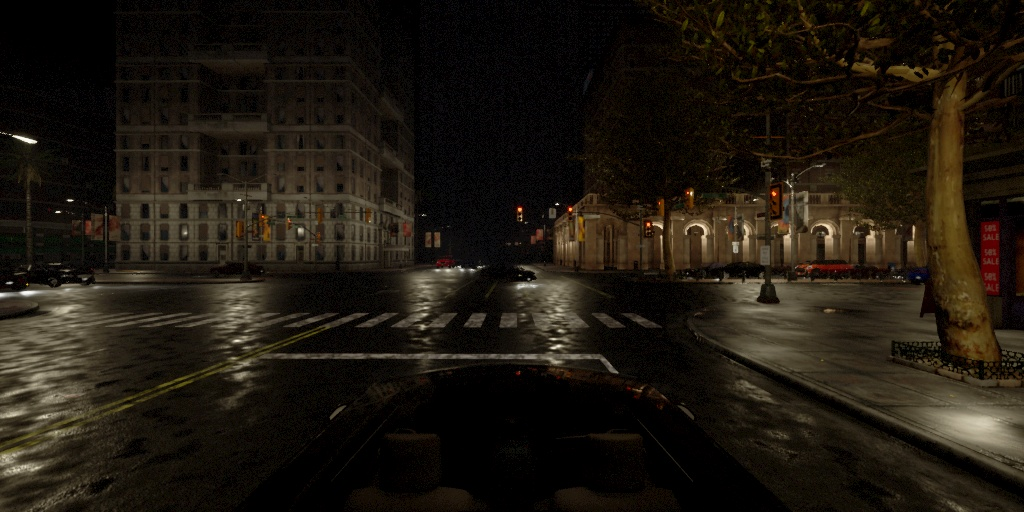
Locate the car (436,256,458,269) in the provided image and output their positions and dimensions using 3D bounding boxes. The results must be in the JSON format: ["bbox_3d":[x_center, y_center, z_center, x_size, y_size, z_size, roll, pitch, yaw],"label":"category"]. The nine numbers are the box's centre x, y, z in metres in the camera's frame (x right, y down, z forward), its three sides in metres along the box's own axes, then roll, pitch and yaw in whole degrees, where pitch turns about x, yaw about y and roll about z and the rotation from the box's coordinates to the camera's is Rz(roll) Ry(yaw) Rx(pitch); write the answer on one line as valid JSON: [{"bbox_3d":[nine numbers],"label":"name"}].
[{"bbox_3d":[-10.454,0.971,56.821,2.150,2.045,5.566,0,0,0],"label":"car"}]

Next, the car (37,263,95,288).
[{"bbox_3d":[-30.240,1.241,23.386,4.902,1.511,2.128,0,0,1],"label":"car"}]

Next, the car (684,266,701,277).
[{"bbox_3d":[19.642,1.297,34.664,5.357,1.411,2.033,0,0,1],"label":"car"}]

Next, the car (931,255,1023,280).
[{"bbox_3d":[40.273,0.971,30.980,5.566,2.045,2.150,0,0,1],"label":"car"}]

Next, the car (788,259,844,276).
[{"bbox_3d":[29.931,1.102,34.577,4.553,1.767,2.097,0,0,0],"label":"car"}]

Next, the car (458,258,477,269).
[{"bbox_3d":[-6.952,1.275,57.228,1.812,1.442,4.674,0,0,0],"label":"car"}]

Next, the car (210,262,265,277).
[{"bbox_3d":[-26.724,1.275,35.013,4.674,1.442,1.812,0,0,0],"label":"car"}]

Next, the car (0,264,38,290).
[{"bbox_3d":[-29.798,1.314,19.875,4.181,1.385,1.994,0,0,1],"label":"car"}]

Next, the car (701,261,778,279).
[{"bbox_3d":[19.698,1.228,31.163,5.008,1.535,1.882,0,0,0],"label":"car"}]

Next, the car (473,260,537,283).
[{"bbox_3d":[-0.462,1.297,27.859,2.033,1.411,5.357,0,0,-39],"label":"car"}]

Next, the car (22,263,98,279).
[{"bbox_3d":[-39.790,1.314,31.648,4.181,1.385,1.994,0,0,0],"label":"car"}]

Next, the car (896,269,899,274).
[{"bbox_3d":[40.491,1.297,34.482,5.357,1.411,2.033,0,0,1],"label":"car"}]

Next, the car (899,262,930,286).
[{"bbox_3d":[28.430,1.227,22.888,5.008,1.535,1.882,0,0,0],"label":"car"}]

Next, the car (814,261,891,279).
[{"bbox_3d":[29.575,1.351,31.082,4.718,1.301,1.895,0,0,1],"label":"car"}]
